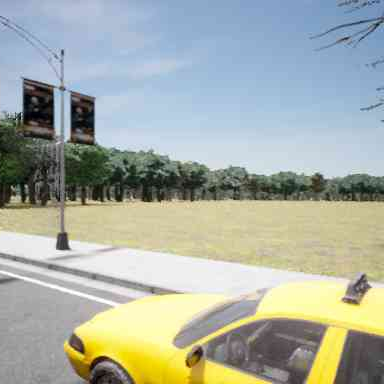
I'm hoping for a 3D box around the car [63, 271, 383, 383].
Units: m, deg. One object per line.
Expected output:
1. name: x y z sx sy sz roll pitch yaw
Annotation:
1. car: 1.060 1.456 2.807 5.366 1.575 1.801 0 0 36
